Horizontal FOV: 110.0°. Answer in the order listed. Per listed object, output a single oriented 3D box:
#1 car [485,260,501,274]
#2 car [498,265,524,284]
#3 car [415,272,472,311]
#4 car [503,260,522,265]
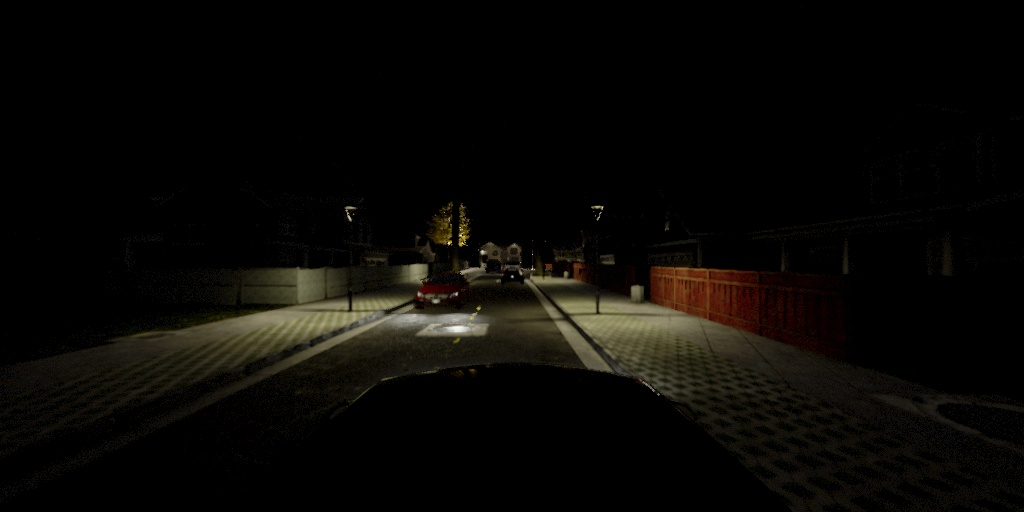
[{"bbox_3d":[-2.869,1.649,54.742,2.150,2.045,5.566,0,-1,0],"label":"car"},{"bbox_3d":[0.066,1.698,31.445,1.994,1.385,4.181,0,-1,1],"label":"car"},{"bbox_3d":[-2.859,1.459,15.790,1.812,1.442,4.674,0,-1,0],"label":"car"},{"bbox_3d":[0.066,1.522,44.307,2.150,2.045,5.566,0,0,0],"label":"car"}]
